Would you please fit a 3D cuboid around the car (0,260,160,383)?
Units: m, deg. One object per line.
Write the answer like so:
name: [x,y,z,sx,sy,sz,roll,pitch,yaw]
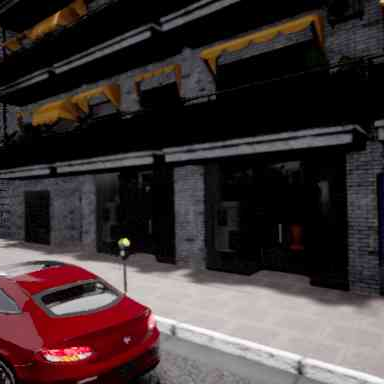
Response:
car: [-2.311,1.614,4.539,4.206,1.307,1.802,-1,-1,36]
